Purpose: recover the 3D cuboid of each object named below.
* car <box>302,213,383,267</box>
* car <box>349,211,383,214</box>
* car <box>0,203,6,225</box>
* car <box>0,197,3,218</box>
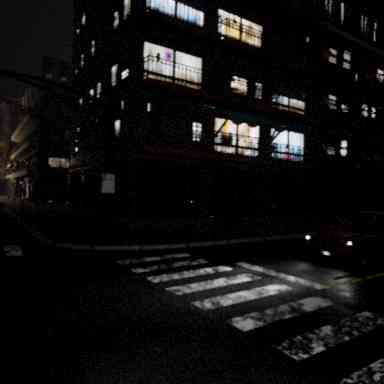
[{"bbox_3d":[5.959,1.601,11.440,4.718,1.301,1.895,1,0,-34],"label":"car"},{"bbox_3d":[8.513,1.601,16.346,4.313,1.339,1.947,1,1,-33],"label":"car"},{"bbox_3d":[-12.388,1.051,20.071,1.967,1.590,4.097,2,0,-33],"label":"car"},{"bbox_3d":[-15.386,1.067,24.724,2.008,1.369,4.403,2,0,-33],"label":"car"}]
